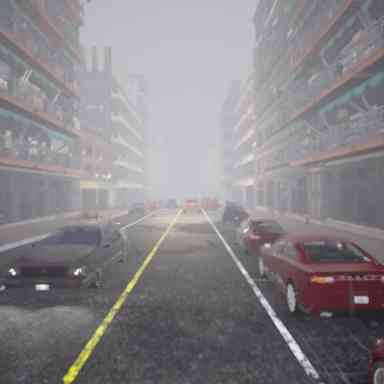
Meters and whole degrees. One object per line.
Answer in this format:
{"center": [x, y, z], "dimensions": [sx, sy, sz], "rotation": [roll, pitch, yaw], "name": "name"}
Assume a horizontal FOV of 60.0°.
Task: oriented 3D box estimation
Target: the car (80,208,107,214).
{"center": [-5.694, 1.629, 18.705], "dimensions": [1.752, 1.417, 4.829], "rotation": [-1, 0, 0], "name": "car"}

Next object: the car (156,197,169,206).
{"center": [-5.681, 1.826, 64.352], "dimensions": [1.967, 1.590, 4.097], "rotation": [-1, 0, 0], "name": "car"}

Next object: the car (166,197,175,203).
{"center": [-5.671, 2.106, 87.089], "dimensions": [1.947, 1.339, 4.313], "rotation": [-1, 0, 0], "name": "car"}

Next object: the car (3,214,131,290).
{"center": [-3.098, 1.600, 9.549], "dimensions": [2.033, 1.411, 5.357], "rotation": [0, 0, 0], "name": "car"}

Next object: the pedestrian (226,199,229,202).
{"center": [3.009, 1.451, 28.214], "dimensions": [0.375, 1.860, 0.375], "rotation": [-1, 0, 0], "name": "pedestrian"}

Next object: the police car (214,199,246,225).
{"center": [3.008, 1.566, 25.216], "dimensions": [1.930, 1.638, 5.238], "rotation": [0, 0, 0], "name": "police car"}

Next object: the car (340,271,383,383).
{"center": [2.682, 1.592, 1.814], "dimensions": [1.802, 1.307, 4.206], "rotation": [-1, 0, 0], "name": "car"}

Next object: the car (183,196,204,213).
{"center": [0.029, 1.581, 40.106], "dimensions": [2.097, 1.767, 4.553], "rotation": [0, 0, 0], "name": "car"}

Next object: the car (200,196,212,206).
{"center": [2.697, 1.700, 64.347], "dimensions": [2.192, 1.841, 5.009], "rotation": [-1, 0, 0], "name": "car"}

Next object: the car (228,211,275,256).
{"center": [2.685, 1.654, 13.184], "dimensions": [1.802, 1.307, 4.206], "rotation": [-1, 0, 0], "name": "car"}

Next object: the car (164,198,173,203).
{"center": [-5.673, 2.067, 81.405], "dimensions": [1.947, 1.339, 4.313], "rotation": [-1, 0, 0], "name": "car"}

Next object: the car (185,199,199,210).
{"center": [0.020, 1.844, 50.660], "dimensions": [2.033, 1.411, 5.357], "rotation": [0, 0, 0], "name": "car"}

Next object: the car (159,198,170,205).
{"center": [-5.677, 1.969, 70.036], "dimensions": [1.887, 1.381, 4.507], "rotation": [-1, 0, 0], "name": "car"}

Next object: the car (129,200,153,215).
{"center": [-5.689, 1.749, 35.928], "dimensions": [1.887, 1.381, 4.507], "rotation": [-1, 0, 0], "name": "car"}

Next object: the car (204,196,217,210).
{"center": [2.692, 1.590, 47.293], "dimensions": [2.192, 1.841, 5.009], "rotation": [-1, 0, 0], "name": "car"}

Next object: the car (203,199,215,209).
{"center": [2.697, 1.838, 53.146], "dimensions": [1.752, 1.417, 4.829], "rotation": [-1, 0, 0], "name": "car"}

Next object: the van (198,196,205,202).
{"center": [2.707, 1.921, 92.769], "dimensions": [1.690, 1.788, 3.998], "rotation": [-1, 0, 0], "name": "van"}

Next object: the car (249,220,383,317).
{"center": [2.683, 1.585, 7.499], "dimensions": [1.887, 1.381, 4.507], "rotation": [-1, 0, 0], "name": "car"}

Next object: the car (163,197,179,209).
{"center": [-3.051, 1.808, 51.732], "dimensions": [1.837, 1.490, 4.892], "rotation": [0, 0, 0], "name": "car"}

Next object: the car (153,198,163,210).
{"center": [-5.685, 1.820, 47.298], "dimensions": [1.887, 1.381, 4.507], "rotation": [-1, 0, 0], "name": "car"}

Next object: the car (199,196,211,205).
{"center": [2.700, 1.738, 70.031], "dimensions": [2.192, 1.841, 5.009], "rotation": [-1, 0, 0], "name": "car"}

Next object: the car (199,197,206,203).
{"center": [2.708, 2.066, 87.253], "dimensions": [1.752, 1.417, 4.829], "rotation": [-1, 0, 0], "name": "car"}
